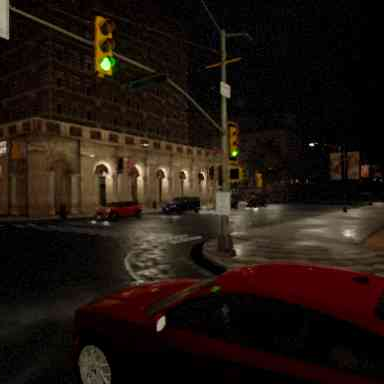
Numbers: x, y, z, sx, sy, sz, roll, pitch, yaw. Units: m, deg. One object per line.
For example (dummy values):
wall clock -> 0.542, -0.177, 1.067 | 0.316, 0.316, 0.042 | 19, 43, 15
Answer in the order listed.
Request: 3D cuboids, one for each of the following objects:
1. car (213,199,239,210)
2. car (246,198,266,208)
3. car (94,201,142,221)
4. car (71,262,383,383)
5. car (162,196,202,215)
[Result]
car -> 4.822, 1.788, 46.862 | 2.128, 1.511, 4.902 | -1, -1, 36
car -> 10.718, 1.811, 55.103 | 1.837, 1.490, 4.892 | -1, -1, 35
car -> -6.792, 1.632, 30.781 | 2.097, 1.767, 4.553 | -1, -1, 37
car -> 0.798, 1.494, 3.347 | 5.008, 1.535, 1.882 | -1, 0, 36
car -> -1.081, 1.510, 38.636 | 2.150, 2.045, 5.566 | -1, -1, 36
